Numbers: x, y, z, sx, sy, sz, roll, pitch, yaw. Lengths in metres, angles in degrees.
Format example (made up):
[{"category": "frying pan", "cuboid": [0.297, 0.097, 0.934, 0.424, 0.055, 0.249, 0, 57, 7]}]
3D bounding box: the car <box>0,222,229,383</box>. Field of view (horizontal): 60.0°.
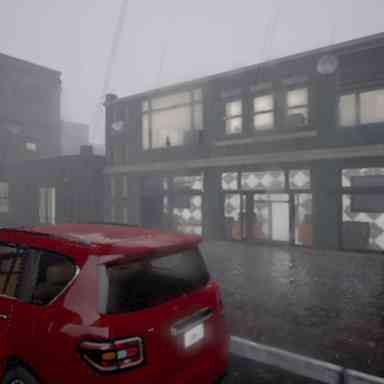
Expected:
[{"category": "car", "cuboid": [-1.927, 1.319, 4.263, 5.009, 1.841, 2.192, 0, -1, 36]}]
